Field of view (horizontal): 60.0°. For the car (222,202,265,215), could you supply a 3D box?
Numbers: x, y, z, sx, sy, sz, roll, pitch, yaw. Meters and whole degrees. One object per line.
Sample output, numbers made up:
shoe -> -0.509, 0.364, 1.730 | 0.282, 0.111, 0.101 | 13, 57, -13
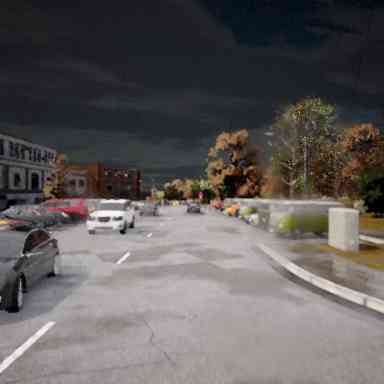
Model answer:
car -> 6.486, 2.105, 42.072 | 4.892, 1.521, 2.231 | 1, -1, -20

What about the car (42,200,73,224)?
car -> -11.403, 1.705, 24.556 | 4.553, 1.767, 2.185 | -1, -1, -20

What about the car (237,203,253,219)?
car -> 6.455, 1.904, 27.350 | 4.674, 1.452, 2.002 | 1, -1, -20

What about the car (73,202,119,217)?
car -> -11.322, 2.065, 39.221 | 5.008, 1.535, 2.097 | 0, -1, -20

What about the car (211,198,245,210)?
car -> 6.520, 2.178, 59.726 | 5.566, 2.045, 2.435 | 1, -1, -20

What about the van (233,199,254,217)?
van -> 6.357, 1.681, 30.255 | 4.442, 1.987, 1.878 | 1, -1, -20

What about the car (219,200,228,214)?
car -> 6.312, 2.047, 39.063 | 5.366, 1.575, 1.946 | 1, -1, -20

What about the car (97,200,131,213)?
car -> -11.337, 2.097, 48.016 | 4.553, 1.767, 2.185 | 0, -1, -20

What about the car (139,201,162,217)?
car -> -4.998, 2.080, 39.168 | 1.837, 1.490, 4.892 | 0, -1, 0

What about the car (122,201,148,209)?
car -> -11.259, 2.591, 65.621 | 4.674, 1.452, 2.002 | 0, -1, -20

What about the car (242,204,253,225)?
car -> 6.450, 1.859, 24.405 | 4.674, 1.452, 2.002 | 1, -1, -20

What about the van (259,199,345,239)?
van -> 6.323, 1.507, 18.480 | 4.442, 1.987, 1.878 | 1, -1, -20

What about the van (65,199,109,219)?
van -> -11.447, 1.791, 36.248 | 4.442, 1.987, 1.878 | 0, -1, -20

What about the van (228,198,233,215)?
van -> 6.589, 1.781, 36.230 | 4.442, 1.987, 1.878 | 1, -1, -20

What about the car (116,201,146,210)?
car -> -11.436, 2.494, 62.620 | 5.366, 1.575, 1.946 | 0, -1, -20

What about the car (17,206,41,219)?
car -> -11.351, 1.776, 18.696 | 4.792, 1.488, 2.163 | -1, -1, -20

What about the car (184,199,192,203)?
car -> 0.137, 2.388, 57.008 | 2.128, 1.511, 4.902 | 0, -1, 0

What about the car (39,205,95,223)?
car -> -11.354, 1.961, 30.424 | 4.674, 1.452, 2.002 | 0, -1, -20

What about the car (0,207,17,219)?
car -> -11.566, 1.704, 15.692 | 5.366, 1.575, 1.946 | -1, -1, -20

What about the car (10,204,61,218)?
car -> -11.368, 1.789, 21.623 | 4.892, 1.521, 2.231 | -1, -1, -20

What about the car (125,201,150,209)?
car -> -11.256, 2.607, 68.555 | 4.892, 1.521, 2.231 | 0, -1, -20

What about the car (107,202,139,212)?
car -> -11.260, 2.360, 53.899 | 4.792, 1.488, 2.163 | 0, -1, -20

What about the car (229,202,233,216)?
car -> 6.465, 1.995, 33.243 | 4.674, 1.452, 2.002 | 1, -1, -20

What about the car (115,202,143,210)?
car -> -11.274, 2.481, 59.754 | 4.674, 1.452, 2.002 | 0, -1, -20

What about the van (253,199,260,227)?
van -> 6.548, 1.553, 21.512 | 4.442, 1.987, 1.878 | 1, -1, -20

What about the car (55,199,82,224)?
car -> -11.389, 1.624, 27.480 | 5.566, 2.045, 2.435 | -1, -1, -20

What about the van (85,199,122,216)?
van -> -11.216, 1.889, 42.202 | 4.442, 1.987, 1.878 | 0, -1, -20

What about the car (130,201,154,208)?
car -> -11.229, 2.716, 74.417 | 4.892, 1.521, 2.231 | 0, -1, -20

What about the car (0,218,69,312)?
car -> -4.502, 1.615, 7.886 | 1.837, 1.490, 4.892 | 0, -1, -9

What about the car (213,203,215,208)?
car -> 6.560, 2.405, 56.804 | 4.792, 1.488, 2.163 | 1, -1, -20

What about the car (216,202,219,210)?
car -> 6.537, 2.240, 47.970 | 4.792, 1.488, 2.163 | 1, -1, -20

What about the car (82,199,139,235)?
car -> -5.076, 1.512, 21.550 | 2.150, 2.045, 5.566 | 0, 0, -2

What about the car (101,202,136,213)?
car -> -11.302, 2.277, 50.953 | 4.892, 1.521, 2.231 | 0, -1, -20

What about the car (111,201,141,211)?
car -> -11.291, 2.387, 56.825 | 4.892, 1.521, 2.231 | 0, -1, -20

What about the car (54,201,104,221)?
car -> -11.316, 1.841, 33.365 | 4.553, 1.767, 2.185 | 0, -1, -20

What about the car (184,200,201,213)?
car -> 0.207, 2.232, 46.737 | 1.812, 1.442, 4.674 | 0, -1, 0
